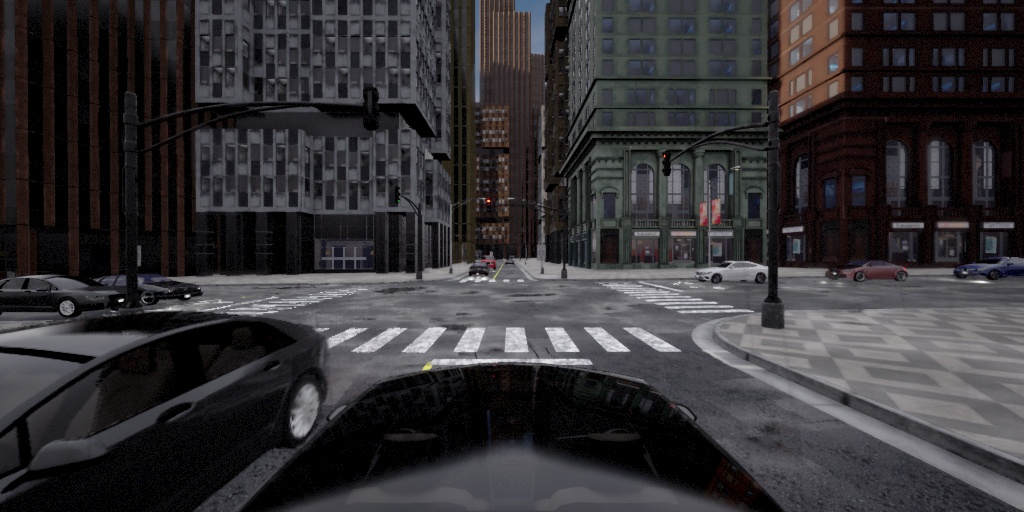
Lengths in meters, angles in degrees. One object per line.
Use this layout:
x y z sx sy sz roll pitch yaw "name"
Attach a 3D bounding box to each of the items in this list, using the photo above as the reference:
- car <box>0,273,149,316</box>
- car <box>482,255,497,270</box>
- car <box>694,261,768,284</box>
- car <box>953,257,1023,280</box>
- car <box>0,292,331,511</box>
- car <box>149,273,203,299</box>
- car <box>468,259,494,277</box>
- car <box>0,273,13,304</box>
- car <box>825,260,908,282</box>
-17.420 1.492 13.733 4.892 1.490 1.837 -1 0 0 "car"
-3.361 0.930 50.973 2.150 2.045 5.566 0 0 0 "car"
14.600 1.036 23.770 4.674 1.442 1.812 -1 0 -1 "car"
32.382 0.809 23.814 4.674 1.442 1.812 -1 0 -1 "car"
-3.101 1.255 2.429 1.837 1.490 4.892 0 0 0 "car"
-17.863 1.524 17.039 5.357 1.411 2.033 -1 0 5 "car"
-3.235 1.278 36.208 2.033 1.411 5.357 0 0 0 "car"
-27.349 1.610 16.958 4.892 1.490 1.837 -1 0 0 "car"
23.422 0.961 23.793 4.181 1.385 1.994 -1 0 0 "car"
